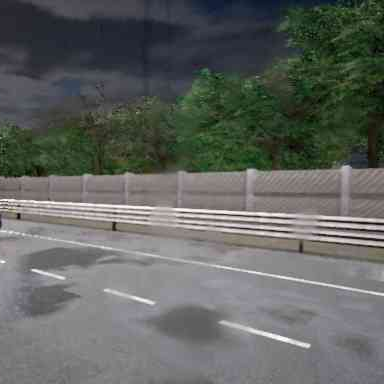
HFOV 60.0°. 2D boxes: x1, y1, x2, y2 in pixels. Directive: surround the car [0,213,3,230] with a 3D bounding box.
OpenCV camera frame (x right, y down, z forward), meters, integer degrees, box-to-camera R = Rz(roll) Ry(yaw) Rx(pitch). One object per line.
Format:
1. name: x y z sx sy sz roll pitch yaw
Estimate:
1. car: -11.246 1.261 16.356 5.008 1.535 1.882 1 0 36
